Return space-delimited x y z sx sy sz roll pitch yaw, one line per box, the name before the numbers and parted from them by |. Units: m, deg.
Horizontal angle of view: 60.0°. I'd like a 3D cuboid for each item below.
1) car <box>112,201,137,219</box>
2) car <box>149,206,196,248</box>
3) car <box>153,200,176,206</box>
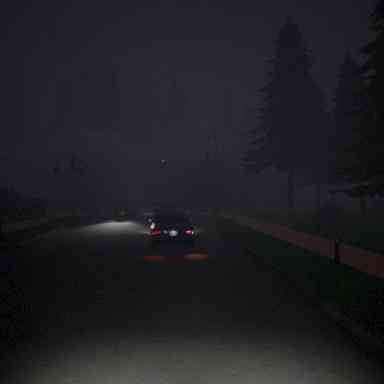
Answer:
car | -5.895 1.519 29.408 2.128 1.511 4.902 0 0 -6
car | -0.934 1.561 14.816 2.033 1.411 5.357 0 0 -6
car | -2.412 1.483 29.743 1.882 1.535 5.008 0 0 -6
